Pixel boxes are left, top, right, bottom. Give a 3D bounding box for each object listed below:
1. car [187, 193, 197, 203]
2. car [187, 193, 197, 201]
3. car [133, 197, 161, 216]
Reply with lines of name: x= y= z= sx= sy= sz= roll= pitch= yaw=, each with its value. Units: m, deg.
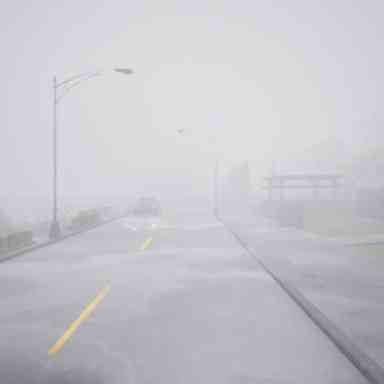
car: x=0.008 y=1.272 z=61.267 sx=1.882 sy=1.535 sz=5.008 roll=0 pitch=0 yaw=0
car: x=0.009 y=1.031 z=71.656 sx=2.097 sy=1.767 sz=4.553 roll=0 pitch=0 yaw=0
car: x=-4.063 y=1.249 z=30.554 sx=2.097 sy=1.767 sz=4.553 roll=0 pitch=0 yaw=0
